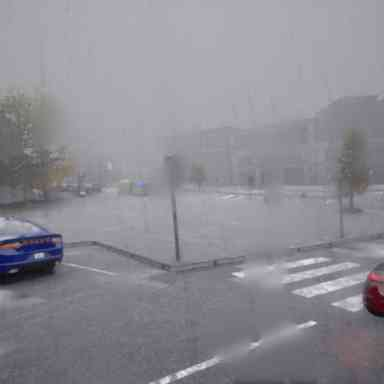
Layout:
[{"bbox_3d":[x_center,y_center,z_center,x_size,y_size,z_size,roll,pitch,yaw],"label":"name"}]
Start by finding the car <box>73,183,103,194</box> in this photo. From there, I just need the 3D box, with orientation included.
[{"bbox_3d":[-16.252,-0.621,53.441,2.163,1.488,4.792,1,6,17],"label":"car"}]

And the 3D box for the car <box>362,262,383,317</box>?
[{"bbox_3d":[5.019,1.550,6.194,4.181,1.385,1.994,0,0,-36],"label":"car"}]

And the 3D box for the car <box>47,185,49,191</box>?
[{"bbox_3d":[-23.464,-1.036,58.595,2.097,1.535,5.008,1,6,15],"label":"car"}]

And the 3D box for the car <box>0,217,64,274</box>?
[{"bbox_3d":[-5.864,1.497,9.877,5.008,1.535,2.097,-1,0,36],"label":"car"}]

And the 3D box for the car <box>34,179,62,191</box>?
[{"bbox_3d":[-25.918,-1.277,60.210,2.185,1.767,4.553,0,6,15],"label":"car"}]

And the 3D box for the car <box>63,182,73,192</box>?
[{"bbox_3d":[-18.632,-0.785,55.205,2.231,1.521,4.892,1,6,16],"label":"car"}]

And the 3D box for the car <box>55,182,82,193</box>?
[{"bbox_3d":[-21.049,-0.872,56.910,2.002,1.452,4.674,0,6,16],"label":"car"}]
